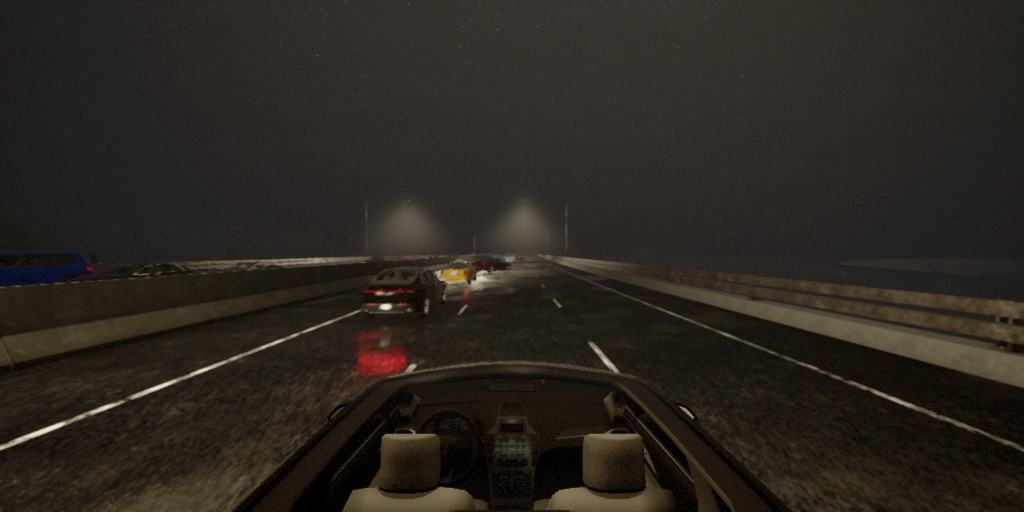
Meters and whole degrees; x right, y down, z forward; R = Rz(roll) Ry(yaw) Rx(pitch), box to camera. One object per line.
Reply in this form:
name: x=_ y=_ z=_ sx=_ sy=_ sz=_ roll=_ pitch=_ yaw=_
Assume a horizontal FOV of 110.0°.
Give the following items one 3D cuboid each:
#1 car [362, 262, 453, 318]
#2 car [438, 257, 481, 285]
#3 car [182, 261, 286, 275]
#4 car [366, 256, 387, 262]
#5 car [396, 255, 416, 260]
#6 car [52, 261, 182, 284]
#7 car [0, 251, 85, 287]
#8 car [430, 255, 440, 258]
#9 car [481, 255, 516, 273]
car: x=-3.476 y=1.138 z=12.341 sx=1.837 sy=1.490 sz=4.892 roll=0 pitch=1 yaw=0
car: x=-3.379 y=0.976 z=23.497 sx=1.801 sy=1.575 sz=5.366 roll=0 pitch=1 yaw=1
car: x=-14.002 y=1.041 z=18.971 sx=2.128 sy=1.511 sz=4.902 roll=0 pitch=1 yaw=1
car: x=-20.287 y=0.724 z=53.947 sx=1.812 sy=1.442 sz=4.674 roll=0 pitch=1 yaw=2
car: x=-16.699 y=0.658 z=56.531 sx=1.882 sy=1.535 sz=5.008 roll=0 pitch=1 yaw=2
car: x=-17.523 y=1.072 z=16.924 sx=1.837 sy=1.490 sz=4.892 roll=0 pitch=0 yaw=1
car: x=-21.045 y=0.805 z=14.714 sx=2.150 sy=2.045 sz=5.566 roll=0 pitch=1 yaw=1
car: x=-13.075 y=0.654 z=60.326 sx=1.837 sy=1.490 sz=4.892 roll=0 pitch=1 yaw=3
car: x=-1.977 y=0.877 z=35.980 sx=1.882 sy=1.535 sz=5.008 roll=0 pitch=0 yaw=32
